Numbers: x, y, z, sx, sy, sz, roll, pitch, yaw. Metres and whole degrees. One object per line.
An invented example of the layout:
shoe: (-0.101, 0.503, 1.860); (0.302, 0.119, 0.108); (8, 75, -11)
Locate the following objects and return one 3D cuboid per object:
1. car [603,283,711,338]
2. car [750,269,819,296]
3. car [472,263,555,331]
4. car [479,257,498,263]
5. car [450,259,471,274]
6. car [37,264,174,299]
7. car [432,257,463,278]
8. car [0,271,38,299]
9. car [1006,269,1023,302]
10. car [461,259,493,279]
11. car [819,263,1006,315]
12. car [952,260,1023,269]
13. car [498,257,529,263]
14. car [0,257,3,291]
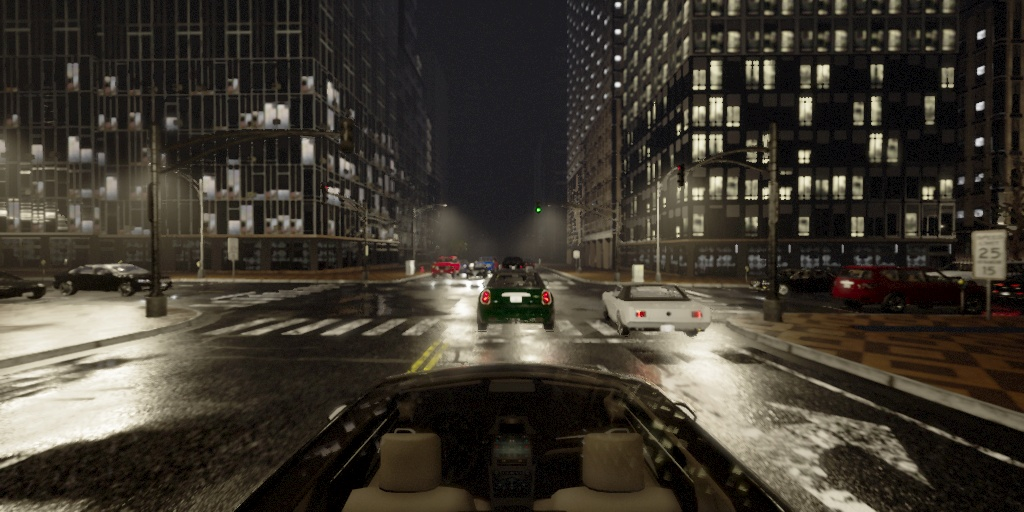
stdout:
car: (3.802, 1.419, 10.341); (1.895, 1.301, 4.718); (-1, -2, 7)
car: (16.344, 1.463, 20.526); (4.892, 1.490, 1.837); (1, 1, 1)
car: (0.106, 1.193, 11.392); (2.097, 1.767, 4.553); (0, -2, 0)
car: (-3.331, 1.133, 45.123); (2.150, 2.045, 5.566); (0, 0, 0)
car: (-6.569, 1.267, 46.089); (2.097, 1.767, 4.553); (0, 0, 0)
car: (-19.812, 1.163, 17.926); (4.902, 1.511, 2.128); (1, 1, 1)
car: (-6.604, 1.103, 36.492); (2.150, 2.045, 5.566); (0, 0, 0)
car: (-22.734, 1.243, 15.274); (4.313, 1.339, 1.948); (0, 0, 1)
car: (26.124, 1.586, 17.177); (4.892, 1.490, 1.837); (1, 1, 1)
car: (-3.350, 1.368, 34.959); (2.128, 1.511, 4.902); (0, 0, 0)
car: (16.191, 1.339, 14.751); (5.009, 1.841, 2.192); (0, 0, 1)
car: (26.420, 1.268, 20.355); (5.566, 2.045, 2.150); (1, 1, 1)
car: (0.099, 1.094, 32.751); (2.150, 2.045, 5.566); (0, 0, 0)
car: (-29.430, 0.937, 18.120); (4.553, 1.767, 2.097); (1, 1, 1)
